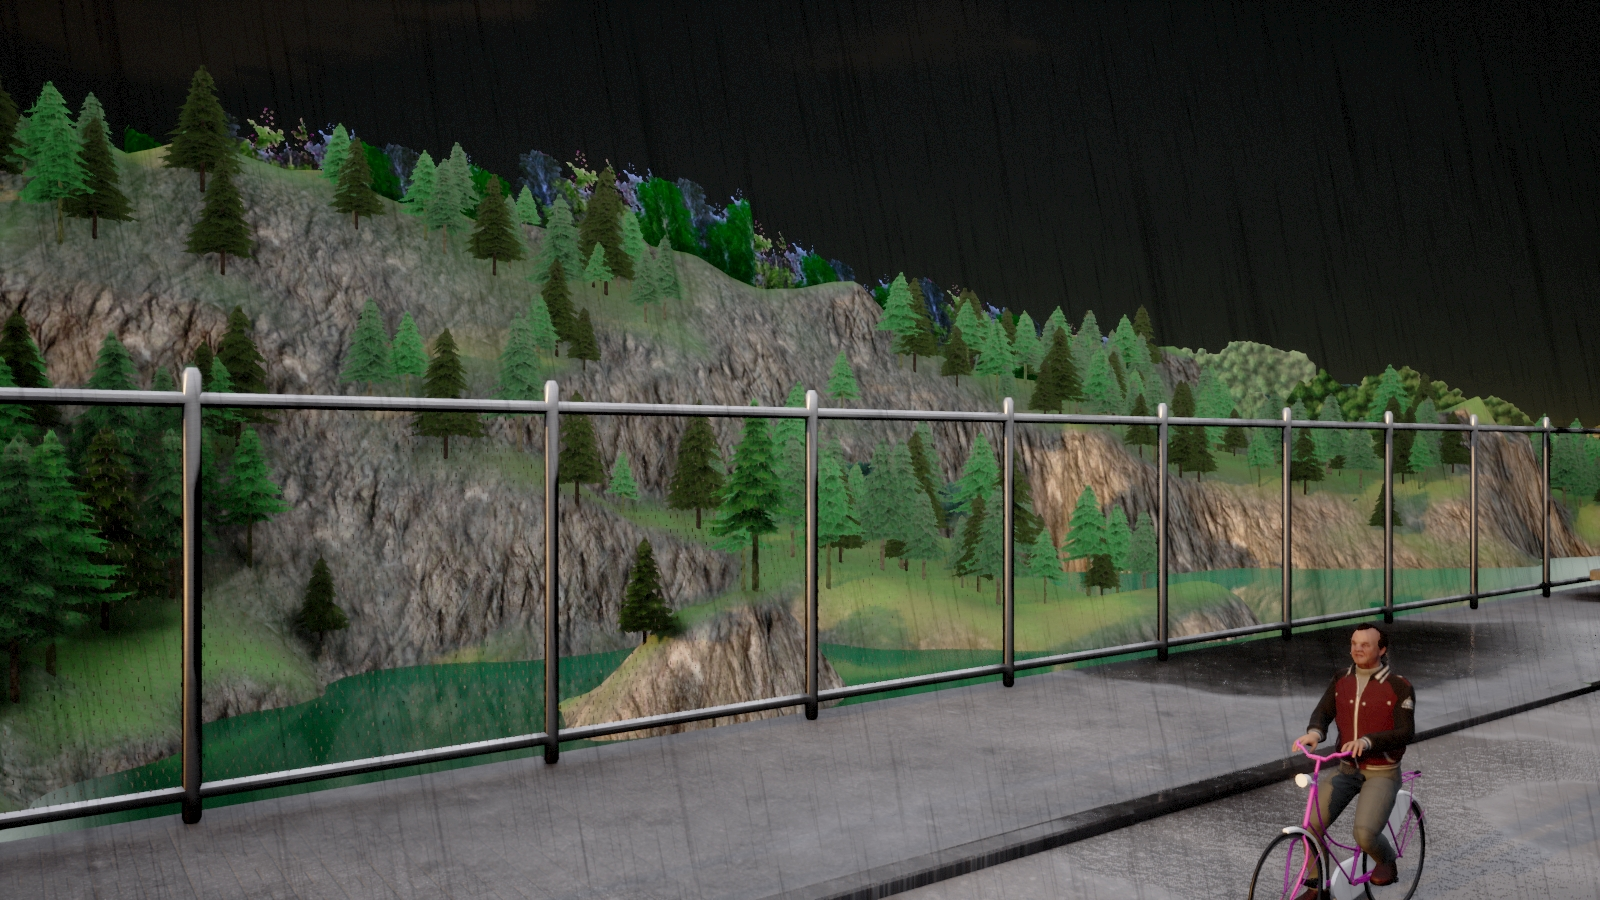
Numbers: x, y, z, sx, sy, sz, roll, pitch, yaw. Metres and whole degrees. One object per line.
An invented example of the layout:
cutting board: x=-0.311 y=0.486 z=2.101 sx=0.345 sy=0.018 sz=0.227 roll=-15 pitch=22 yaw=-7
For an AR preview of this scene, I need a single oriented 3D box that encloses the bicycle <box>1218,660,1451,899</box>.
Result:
bicycle: x=3.103 y=2.059 z=6.548 sx=1.835 sy=1.471 sz=0.329 roll=0 pitch=0 yaw=-35
